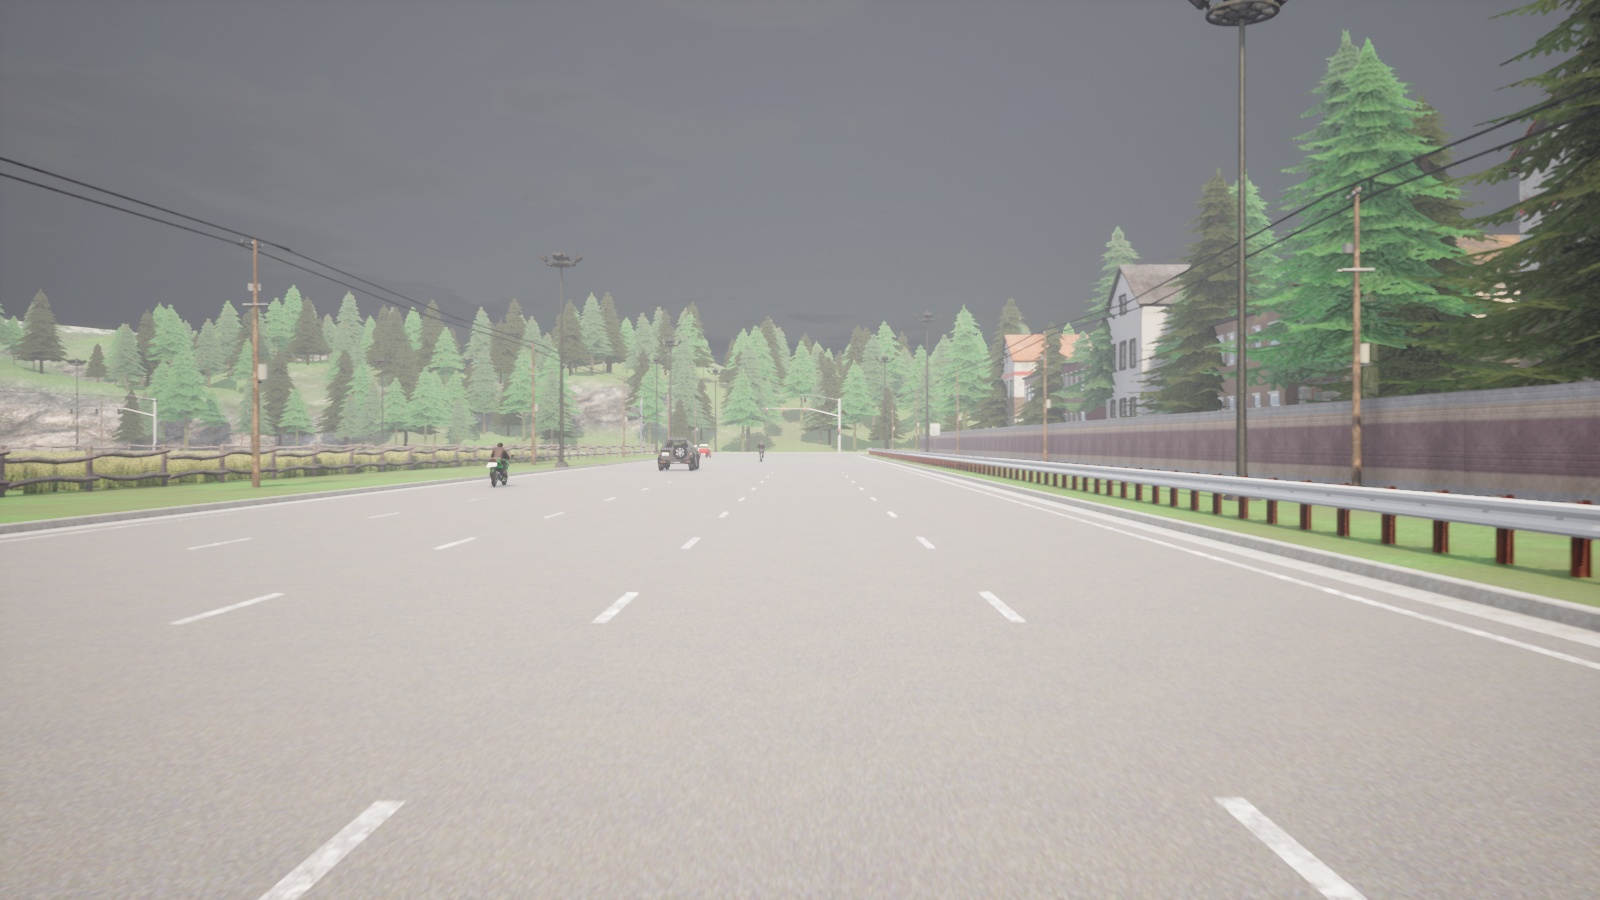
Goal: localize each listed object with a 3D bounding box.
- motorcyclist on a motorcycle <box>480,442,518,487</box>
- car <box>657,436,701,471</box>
[{"bbox_3d":[-10.240,0.480,42.789,0.797,1.523,2.044,0,0,0],"label":"motorcyclist on a motorcycle"},{"bbox_3d":[-6.593,0.172,68.597,1.932,1.855,4.605,0,0,0],"label":"car"}]
